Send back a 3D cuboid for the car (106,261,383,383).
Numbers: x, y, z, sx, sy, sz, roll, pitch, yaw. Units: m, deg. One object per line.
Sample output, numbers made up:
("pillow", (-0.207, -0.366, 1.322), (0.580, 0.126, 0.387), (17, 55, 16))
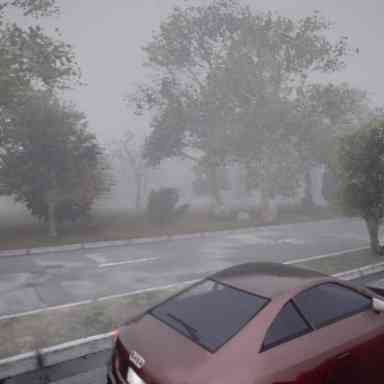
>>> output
("car", (1.166, 1.570, 3.959), (4.181, 1.385, 1.994), (0, 0, -35))
